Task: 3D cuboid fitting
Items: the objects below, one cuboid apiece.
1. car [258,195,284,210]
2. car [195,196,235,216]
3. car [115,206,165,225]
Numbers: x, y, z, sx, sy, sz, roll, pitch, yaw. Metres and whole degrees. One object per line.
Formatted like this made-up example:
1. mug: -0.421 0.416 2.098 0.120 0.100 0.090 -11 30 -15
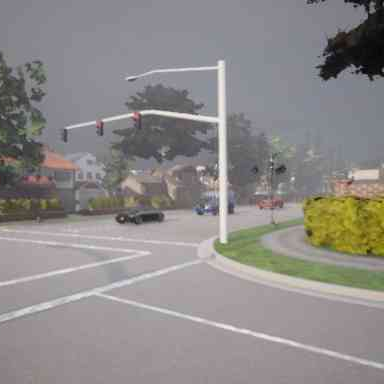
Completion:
1. car: 11.625 1.466 48.721 2.150 2.045 5.566 -1 0 35
2. car: 2.590 1.468 35.856 2.150 2.045 5.566 -1 -1 35
3. car: -4.054 1.809 26.363 1.994 1.385 4.181 -1 -1 35
